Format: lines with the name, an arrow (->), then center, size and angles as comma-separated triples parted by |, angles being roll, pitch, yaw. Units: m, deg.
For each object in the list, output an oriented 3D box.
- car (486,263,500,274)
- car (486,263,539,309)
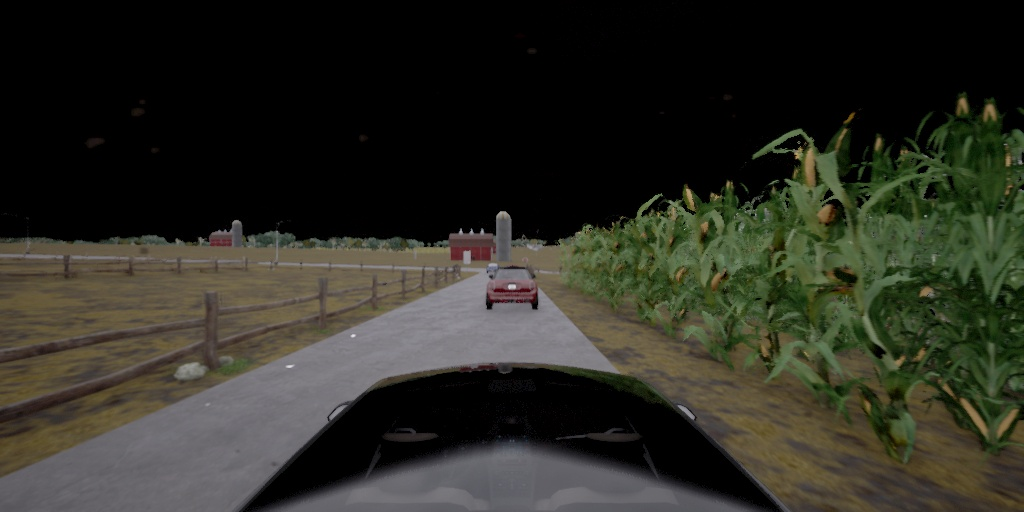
car -> -2.730, 1.784, 52.219 | 1.812, 1.442, 4.674 | 0, -1, 0
car -> 0.009, 1.232, 15.914 | 2.097, 1.767, 4.553 | 0, -1, 0
